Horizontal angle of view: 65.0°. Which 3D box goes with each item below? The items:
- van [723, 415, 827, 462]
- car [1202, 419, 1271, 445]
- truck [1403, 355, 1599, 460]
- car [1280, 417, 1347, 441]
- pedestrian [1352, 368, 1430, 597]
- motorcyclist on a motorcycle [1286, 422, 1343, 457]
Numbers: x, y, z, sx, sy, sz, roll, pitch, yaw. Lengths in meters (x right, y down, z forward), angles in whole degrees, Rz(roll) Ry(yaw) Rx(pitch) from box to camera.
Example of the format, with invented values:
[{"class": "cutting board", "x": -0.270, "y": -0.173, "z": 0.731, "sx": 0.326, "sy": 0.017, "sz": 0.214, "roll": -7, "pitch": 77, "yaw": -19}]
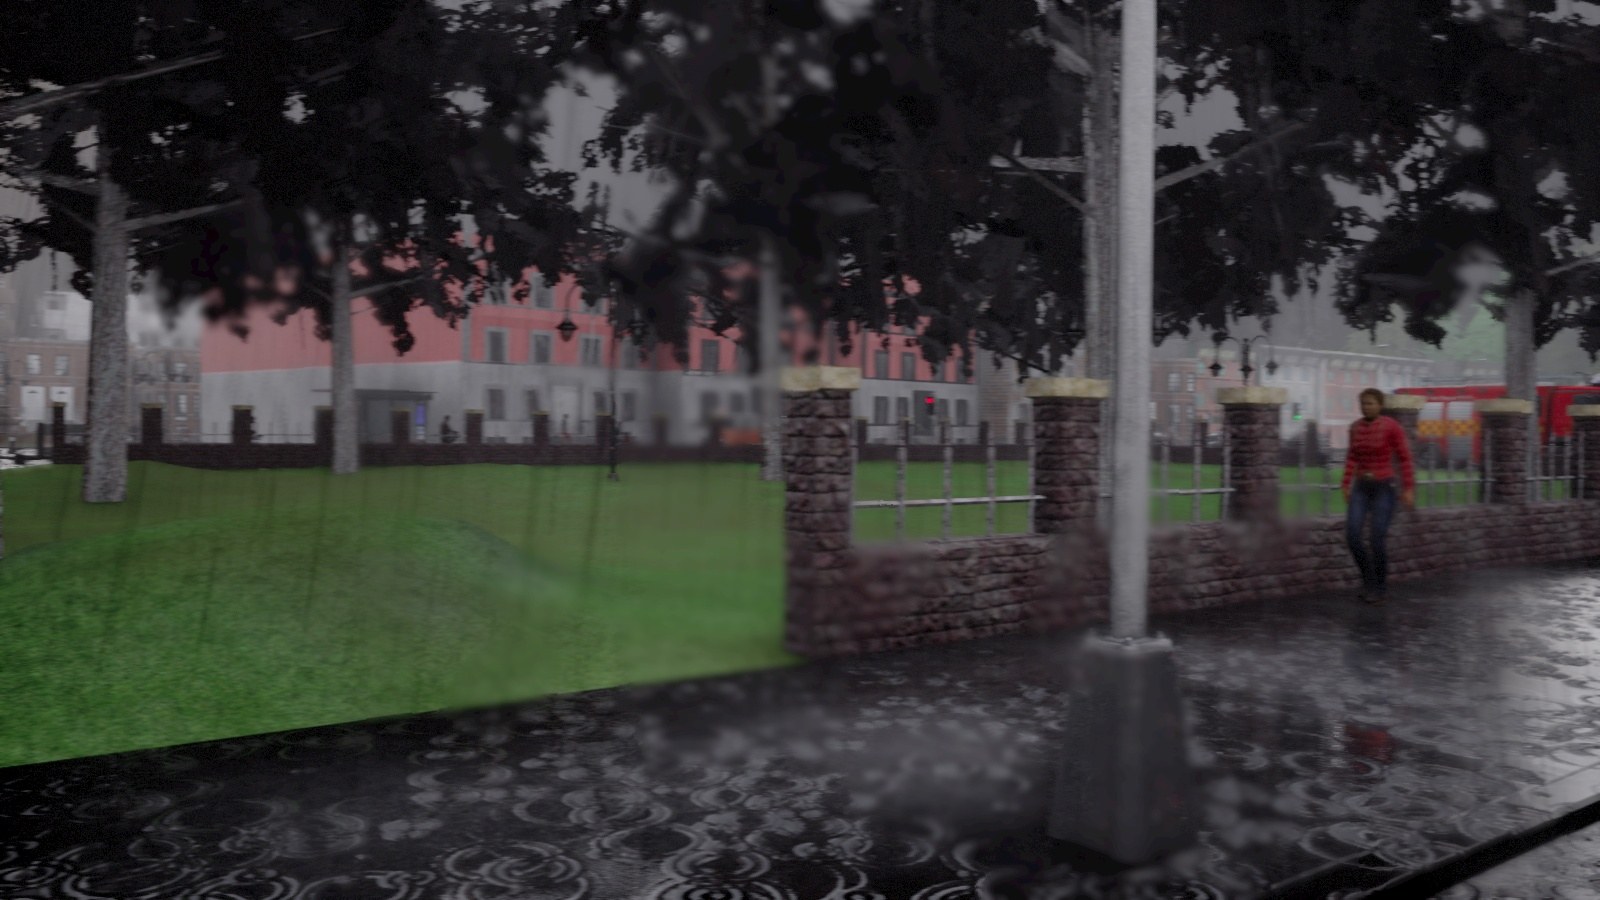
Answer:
[{"class": "van", "x": -1.099, "y": -0.550, "z": 56.096, "sx": 4.442, "sy": 1.987, "sz": 1.775, "roll": -1, "pitch": 1, "yaw": -37}, {"class": "car", "x": 29.294, "y": -1.211, "z": 84.311, "sx": 4.856, "sy": 1.649, "sz": 2.033, "roll": -1, "pitch": 1, "yaw": -37}, {"class": "truck", "x": 28.338, "y": -1.594, "z": 48.769, "sx": 2.891, "sy": 3.827, "sz": 8.468, "roll": -1, "pitch": 1, "yaw": -38}, {"class": "car", "x": 36.835, "y": -1.545, "z": 90.056, "sx": 5.027, "sy": 1.651, "sz": 2.152, "roll": -1, "pitch": 1, "yaw": -37}, {"class": "pedestrian", "x": 4.914, "y": 0.254, "z": 10.432, "sx": 0.636, "sy": 1.846, "sz": 0.331, "roll": -1, "pitch": 1, "yaw": -37}, {"class": "motorcyclist on a motorcycle", "x": 22.913, "y": -0.486, "z": 55.935, "sx": 0.866, "sy": 1.530, "sz": 2.191, "roll": -1, "pitch": 1, "yaw": -40}]
